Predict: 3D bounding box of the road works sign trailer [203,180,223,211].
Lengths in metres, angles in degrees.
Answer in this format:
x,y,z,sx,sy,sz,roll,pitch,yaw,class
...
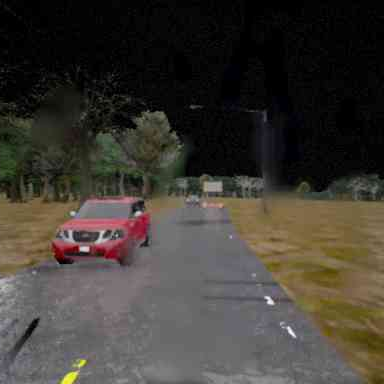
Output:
x,y,z,sx,sy,sz,roll,pitch,yaw,class
2.517,0.391,40.508,2.380,3.560,2.880,0,0,4,road works sign trailer

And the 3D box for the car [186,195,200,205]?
x,y,z,sx,sy,sz,roll,pitch,yaw,class
0.178,1.248,54.361,2.097,1.767,4.553,0,0,2,car

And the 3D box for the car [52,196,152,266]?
x,y,z,sx,sy,sz,roll,pitch,yaw,class
-2.826,1.197,11.818,2.150,2.045,5.566,0,0,2,car
